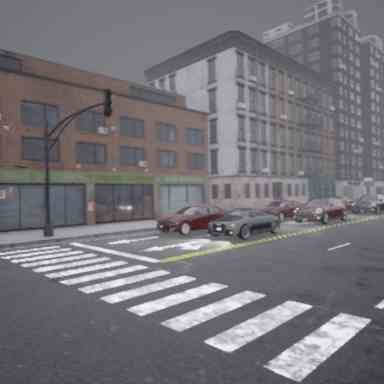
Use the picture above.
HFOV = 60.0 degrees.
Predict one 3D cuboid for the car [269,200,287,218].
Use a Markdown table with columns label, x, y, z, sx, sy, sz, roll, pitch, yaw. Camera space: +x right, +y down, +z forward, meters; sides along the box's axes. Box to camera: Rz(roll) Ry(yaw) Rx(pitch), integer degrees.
| label | x | y | z | sx | sy | sz | roll | pitch | yaw |
| --- | --- | --- | --- | --- | --- | --- | --- | --- | --- |
| car | 6.901 | 1.351 | 25.563 | 5.008 | 1.535 | 1.882 | -1 | 0 | -44 |

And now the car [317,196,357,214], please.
| label | x | y | z | sx | sy | sz | roll | pitch | yaw |
| --- | --- | --- | --- | --- | --- | --- | --- | --- | --- |
| car | 14.395 | 1.196 | 32.850 | 5.008 | 1.535 | 1.882 | -1 | 0 | -44 |

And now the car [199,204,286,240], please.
| label | x | y | z | sx | sy | sz | roll | pitch | yaw |
| --- | --- | --- | --- | --- | --- | --- | --- | --- | --- |
| car | 2.660 | 1.512 | 16.898 | 4.181 | 1.385 | 1.994 | -1 | 0 | -44 |

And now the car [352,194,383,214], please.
| label | x | y | z | sx | sy | sz | roll | pitch | yaw |
| --- | --- | --- | --- | --- | --- | --- | --- | --- | --- |
| car | 16.149 | 1.021 | 30.028 | 4.553 | 1.767 | 2.097 | -1 | 0 | -44 |

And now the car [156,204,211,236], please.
| label | x | y | z | sx | sy | sz | roll | pitch | yaw |
| --- | --- | --- | --- | --- | --- | --- | --- | --- | --- |
| car | 0.212 | 1.490 | 19.057 | 5.008 | 1.535 | 1.882 | -1 | 0 | -43 |

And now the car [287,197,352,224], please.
| label | x | y | z | sx | sy | sz | roll | pitch | yaw |
| --- | --- | --- | --- | --- | --- | --- | --- | --- | --- |
| car | 8.831 | 1.173 | 22.914 | 4.553 | 1.767 | 2.097 | -1 | 0 | -44 |
